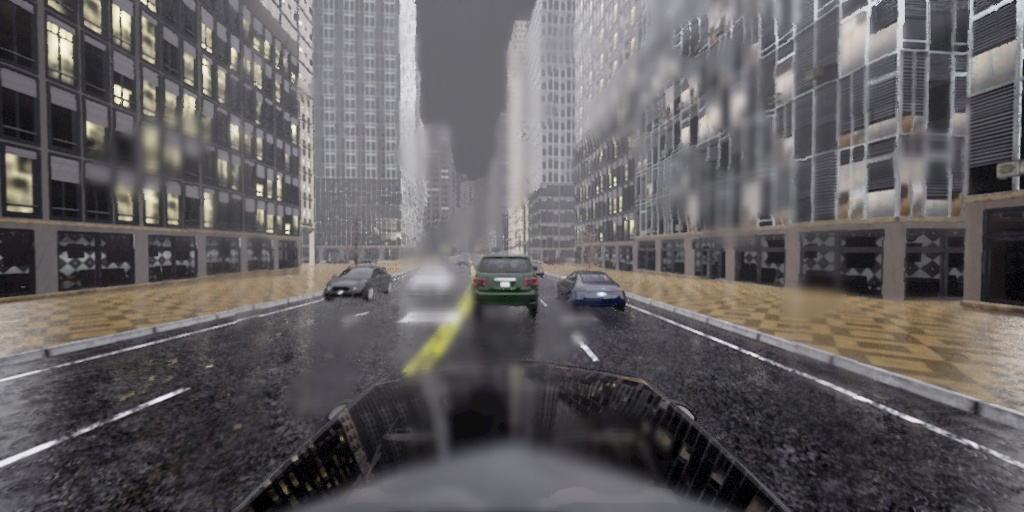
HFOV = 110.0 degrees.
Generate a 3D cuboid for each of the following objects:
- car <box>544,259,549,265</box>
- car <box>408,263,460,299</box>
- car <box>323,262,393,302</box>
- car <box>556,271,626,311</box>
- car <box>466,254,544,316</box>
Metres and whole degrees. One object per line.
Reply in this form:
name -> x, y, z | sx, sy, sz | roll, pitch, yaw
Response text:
car -> 1.581, 1.203, 32.142 | 2.033, 1.411, 5.357 | 0, 0, -6
car -> -3.823, 1.232, 17.862 | 1.812, 1.442, 4.674 | 0, 0, -3
car -> -7.018, 1.218, 16.834 | 1.837, 1.490, 4.892 | 0, 0, -3
car -> 3.012, 1.277, 14.371 | 1.994, 1.385, 4.181 | 0, 0, -2
car -> -0.200, 0.939, 13.404 | 2.150, 2.045, 5.566 | 0, 0, 0
